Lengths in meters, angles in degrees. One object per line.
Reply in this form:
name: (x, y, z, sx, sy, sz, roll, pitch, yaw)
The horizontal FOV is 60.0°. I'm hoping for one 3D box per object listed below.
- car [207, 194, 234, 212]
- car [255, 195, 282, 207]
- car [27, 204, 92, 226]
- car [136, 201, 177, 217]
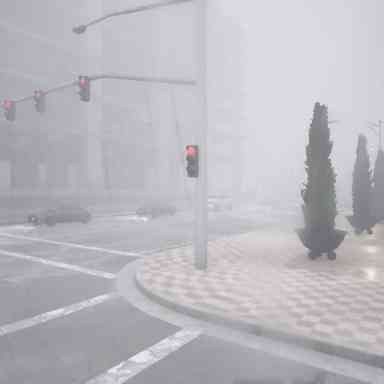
car: (2.954, 1.223, 39.966, 2.150, 2.045, 5.566, 0, 0, 36)
car: (12.100, 1.608, 52.444, 1.994, 1.385, 4.181, 0, 0, 36)
car: (-9.162, 1.564, 23.249, 1.994, 1.385, 4.181, 0, 0, 36)
car: (-3.310, 1.564, 31.331, 1.994, 1.385, 4.181, 0, 0, 36)
